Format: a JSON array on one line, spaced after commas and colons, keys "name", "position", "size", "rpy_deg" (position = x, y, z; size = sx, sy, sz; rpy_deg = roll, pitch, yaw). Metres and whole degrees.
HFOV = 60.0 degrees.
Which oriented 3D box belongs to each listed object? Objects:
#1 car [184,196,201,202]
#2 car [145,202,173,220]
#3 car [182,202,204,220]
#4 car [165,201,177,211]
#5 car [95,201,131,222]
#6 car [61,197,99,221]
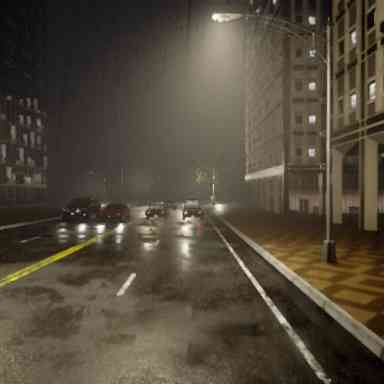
[{"name": "car", "position": [0.062, 1.617, 48.218], "size": [2.150, 2.045, 5.566], "rpy_deg": [0, 0, 0]}, {"name": "car", "position": [-3.175, 1.864, 31.453], "size": [1.895, 1.301, 4.718], "rpy_deg": [0, 0, 0]}, {"name": "car", "position": [0.076, 1.861, 31.093], "size": [1.895, 1.301, 4.718], "rpy_deg": [0, 0, 0]}, {"name": "car", "position": [-3.179, 1.942, 48.154], "size": [2.033, 1.411, 5.357], "rpy_deg": [0, 0, 0]}, {"name": "car", "position": [-6.545, 1.720, 28.825], "size": [1.882, 1.535, 5.008], "rpy_deg": [0, -1, 0]}, {"name": "car", "position": [-9.782, 1.477, 29.996], "size": [2.150, 2.045, 5.566], "rpy_deg": [0, -1, 0]}]
